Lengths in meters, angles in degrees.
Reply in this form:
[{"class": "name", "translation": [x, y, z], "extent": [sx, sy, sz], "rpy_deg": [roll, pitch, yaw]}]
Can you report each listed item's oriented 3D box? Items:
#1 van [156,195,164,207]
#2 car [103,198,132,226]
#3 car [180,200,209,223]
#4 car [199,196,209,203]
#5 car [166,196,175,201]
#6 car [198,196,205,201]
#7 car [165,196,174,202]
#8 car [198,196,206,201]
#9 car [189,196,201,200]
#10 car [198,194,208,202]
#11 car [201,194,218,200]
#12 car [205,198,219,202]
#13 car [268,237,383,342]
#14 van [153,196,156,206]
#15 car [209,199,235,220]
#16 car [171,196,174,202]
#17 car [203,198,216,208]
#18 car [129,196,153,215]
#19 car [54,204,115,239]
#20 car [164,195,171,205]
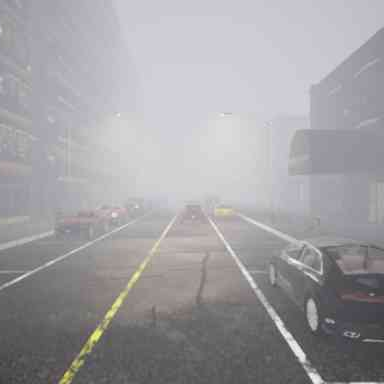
[{"class": "van", "translation": [-5.704, 1.430, 50.777], "extent": [1.690, 1.788, 3.998], "rpy_deg": [0, 0, 0]}, {"class": "car", "translation": [-5.695, 1.472, 23.080], "extent": [1.967, 1.590, 4.097], "rpy_deg": [0, 0, 0]}, {"class": "car", "translation": [0.091, 1.562, 25.511], "extent": [1.812, 1.442, 4.674], "rpy_deg": [0, 0, 0]}, {"class": "car", "translation": [2.670, 1.591, 72.937], "extent": [1.967, 1.590, 4.097], "rpy_deg": [0, 0, 0]}, {"class": "car", "translation": [-5.716, 1.754, 89.551], "extent": [2.008, 1.369, 4.403], "rpy_deg": [0, 0, 0]}, {"class": "car", "translation": [2.662, 1.792, 95.093], "extent": [1.947, 1.339, 4.313], "rpy_deg": [0, 0, 0]}, {"class": "car", "translation": [-5.714, 1.735, 84.013], "extent": [2.008, 1.369, 4.403], "rpy_deg": [0, 0, 0]}, {"class": "car", "translation": [2.664, 1.786, 89.553], "extent": [1.802, 1.307, 4.206], "rpy_deg": [0, 0, 0]}, {"class": "car", "translation": [0.087, 1.643, 46.658], "extent": [1.994, 1.385, 4.181], "rpy_deg": [0, 0, 0]}, {"class": "car", "translation": [2.668, 1.482, 78.478], "extent": [2.192, 1.841, 5.009], "rpy_deg": [0, 0, 0]}, {"class": "car", "translation": [2.679, 1.391, 45.241], "extent": [2.192, 1.841, 5.009], "rpy_deg": [0, 0, 0]}, {"class": "car", "translation": [2.681, 1.602, 34.162], "extent": [2.008, 1.369, 4.403], "rpy_deg": [0, 0, 0]}, {"class": "car", "translation": [2.690, 1.559, 6.466], "extent": [2.008, 1.369, 4.403], "rpy_deg": [0, 0, 0]}, {"class": "van", "translation": [-5.700, 1.404, 39.700], "extent": [1.690, 1.788, 3.998], "rpy_deg": [0, 0, 0]}, {"class": "car", "translation": [2.683, 1.567, 28.793], "extent": [1.752, 1.417, 4.829], "rpy_deg": [0, 0, 0]}, {"class": "car", "translation": [-5.713, 1.733, 78.475], "extent": [1.947, 1.339, 4.313], "rpy_deg": [0, 0, 0]}, {"class": "car", "translation": [2.676, 1.615, 50.949], "extent": [1.752, 1.417, 4.829], "rpy_deg": [0, 0, 0]}, {"class": "car", "translation": [-5.699, 1.366, 34.160], "extent": [2.192, 1.841, 5.009], "rpy_deg": [0, 0, 0]}, {"class": "car", "translation": [-5.694, 1.568, 17.542], "extent": [1.887, 1.381, 4.507], "rpy_deg": [0, 0, 0]}, {"class": "car", "translation": [-5.707, 1.434, 61.856], "extent": [2.192, 1.841, 5.009], "rpy_deg": [0, 0, 0]}]
